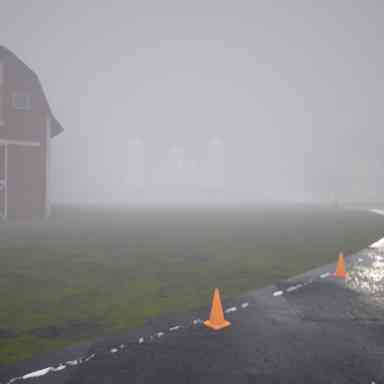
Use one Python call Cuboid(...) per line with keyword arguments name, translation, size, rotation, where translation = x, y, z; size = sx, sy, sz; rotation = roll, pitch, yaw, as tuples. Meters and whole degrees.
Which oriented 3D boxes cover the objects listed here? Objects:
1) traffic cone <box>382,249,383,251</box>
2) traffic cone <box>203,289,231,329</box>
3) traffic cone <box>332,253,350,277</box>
Cuboid(name="traffic cone", translation=(7.292, 1.899, 12.377), size=(0.340, 0.580, 0.340), rotation=(0, 0, 41))
Cuboid(name="traffic cone", translation=(0.423, 1.940, 5.629), size=(0.340, 0.580, 0.340), rotation=(0, 0, -40))
Cuboid(name="traffic cone", translation=(3.982, 1.919, 8.877), size=(0.340, 0.580, 0.340), rotation=(0, 0, -45))
